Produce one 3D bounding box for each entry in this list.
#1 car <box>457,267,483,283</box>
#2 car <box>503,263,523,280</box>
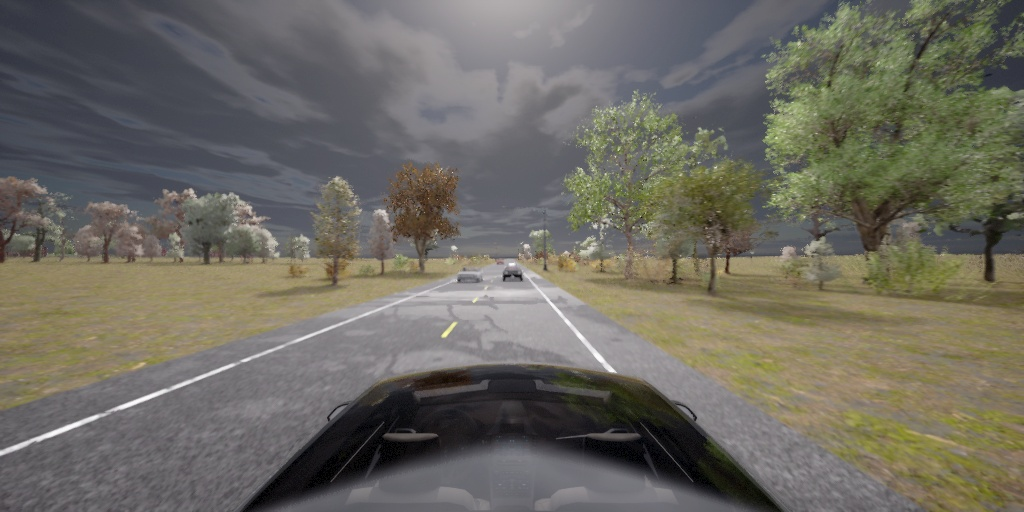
[{"bbox_3d":[-3.620,1.603,31.288,1.895,1.301,4.718,0,0,0],"label":"car"},{"bbox_3d":[0.065,1.621,34.826,1.895,1.301,4.718,0,0,0],"label":"car"}]
